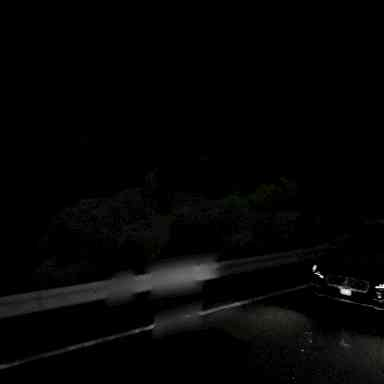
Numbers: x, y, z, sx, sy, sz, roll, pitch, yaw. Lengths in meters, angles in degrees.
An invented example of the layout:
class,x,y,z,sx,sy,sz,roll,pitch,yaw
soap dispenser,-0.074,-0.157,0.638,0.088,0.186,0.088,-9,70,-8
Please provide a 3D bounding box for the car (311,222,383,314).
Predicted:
class,x,y,z,sx,sy,sz,roll,pitch,yaw
car,4.503,1.500,7.532,4.892,1.490,1.837,0,0,-43
